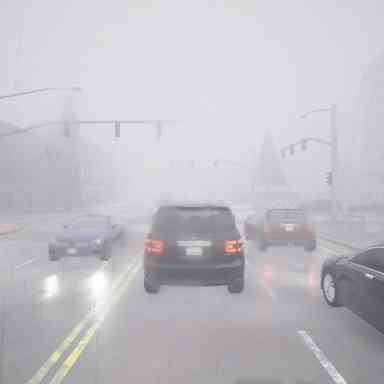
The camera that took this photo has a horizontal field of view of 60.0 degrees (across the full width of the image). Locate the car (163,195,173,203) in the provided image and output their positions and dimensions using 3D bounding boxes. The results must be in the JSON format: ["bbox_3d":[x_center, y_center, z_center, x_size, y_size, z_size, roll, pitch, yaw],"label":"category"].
[{"bbox_3d":[-5.119,1.477,72.333,1.882,1.535,5.008,0,0,-1],"label":"car"}]

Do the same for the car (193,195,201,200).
[{"bbox_3d":[1.445,1.552,90.370,1.994,1.385,4.181,0,0,-1],"label":"car"}]

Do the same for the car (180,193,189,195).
[{"bbox_3d":[-1.810,1.496,80.223,1.837,1.490,4.892,0,0,-1],"label":"car"}]

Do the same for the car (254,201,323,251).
[{"bbox_3d":[3.532,1.352,14.168,2.097,1.767,4.553,0,0,0],"label":"car"}]

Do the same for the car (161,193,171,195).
[{"bbox_3d":[-4.920,1.221,62.169,2.150,2.045,5.566,0,0,0],"label":"car"}]

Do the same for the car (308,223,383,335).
[{"bbox_3d":[3.606,1.505,5.087,1.837,1.490,4.892,0,0,0],"label":"car"}]

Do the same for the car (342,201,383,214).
[{"bbox_3d":[18.479,1.601,34.180,4.718,1.301,1.895,0,0,-2],"label":"car"}]

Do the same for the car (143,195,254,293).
[{"bbox_3d":[0.052,1.221,8.989,2.150,2.045,5.566,0,0,0],"label":"car"}]

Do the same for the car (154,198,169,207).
[{"bbox_3d":[-4.704,1.601,51.760,1.895,1.301,4.718,0,0,-1],"label":"car"}]

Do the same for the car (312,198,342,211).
[{"bbox_3d":[14.428,1.505,37.571,4.892,1.490,1.837,0,0,-2],"label":"car"}]

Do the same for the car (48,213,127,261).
[{"bbox_3d":[-3.627,1.526,12.385,1.812,1.442,4.674,0,0,0],"label":"car"}]
